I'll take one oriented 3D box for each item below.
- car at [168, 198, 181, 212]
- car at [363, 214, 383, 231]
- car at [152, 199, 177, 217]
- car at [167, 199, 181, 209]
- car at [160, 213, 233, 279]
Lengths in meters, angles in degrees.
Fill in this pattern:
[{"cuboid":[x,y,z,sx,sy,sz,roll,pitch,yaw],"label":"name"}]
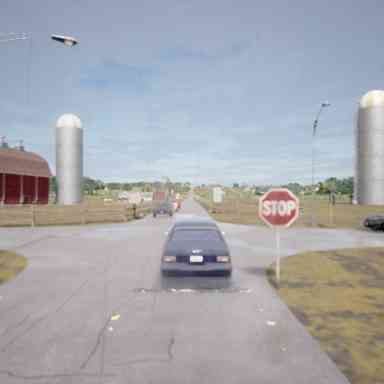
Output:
[{"cuboid":[-2.848,1.632,43.370,2.097,1.767,4.553,0,0,0],"label":"car"},{"cuboid":[12.733,1.626,19.440,5.008,1.535,1.882,0,1,1],"label":"car"},{"cuboid":[-2.853,1.708,33.671,1.837,1.490,4.892,0,0,0],"label":"car"},{"cuboid":[-2.845,1.864,53.510,1.882,1.535,5.008,0,-1,0],"label":"car"},{"cuboid":[0.098,1.584,10.100,2.033,1.411,5.357,0,0,0],"label":"car"}]
